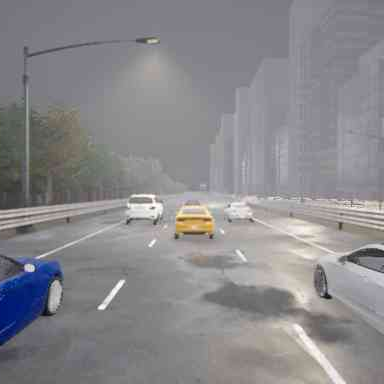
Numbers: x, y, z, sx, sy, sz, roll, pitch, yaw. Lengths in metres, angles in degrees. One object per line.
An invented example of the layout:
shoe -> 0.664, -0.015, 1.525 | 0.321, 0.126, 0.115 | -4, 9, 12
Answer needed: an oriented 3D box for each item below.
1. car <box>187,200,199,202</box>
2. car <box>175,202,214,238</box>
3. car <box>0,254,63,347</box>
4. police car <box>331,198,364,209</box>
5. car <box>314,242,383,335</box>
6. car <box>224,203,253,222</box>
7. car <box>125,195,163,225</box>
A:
car -> 0.102, 1.583, 35.082 | 2.033, 1.411, 5.357 | 0, 0, 0
car -> 0.099, 1.493, 17.761 | 1.882, 1.535, 5.008 | 0, 0, 0
car -> -3.402, 1.478, 4.411 | 1.882, 1.535, 5.008 | 0, 0, 0
police car -> 22.229, 1.653, 47.943 | 1.930, 1.638, 5.238 | 0, 0, -17
car -> 3.598, 1.534, 5.452 | 1.812, 1.442, 4.674 | 0, 0, 0
car -> 3.585, 1.552, 26.069 | 1.812, 1.442, 4.674 | 0, 0, 0
car -> -3.415, 1.239, 24.511 | 2.150, 2.045, 5.566 | 0, 0, 0
